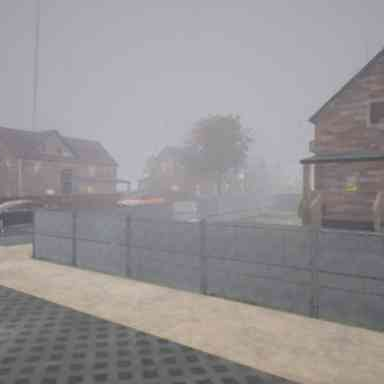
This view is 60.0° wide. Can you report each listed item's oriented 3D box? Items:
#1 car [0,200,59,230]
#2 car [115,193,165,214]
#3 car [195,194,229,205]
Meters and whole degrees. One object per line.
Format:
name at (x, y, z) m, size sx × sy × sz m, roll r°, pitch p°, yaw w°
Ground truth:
car at (-10.166, 1.270, 19.420) m, size 1.837 × 1.490 × 4.892 m, roll 1°, pitch 2°, yaw 36°
car at (-4.285, 0.878, 27.688) m, size 2.097 × 1.767 × 4.553 m, roll 1°, pitch 2°, yaw 35°
car at (2.258, 0.862, 36.877) m, size 1.895 × 1.301 × 4.718 m, roll 1°, pitch 2°, yaw 35°
